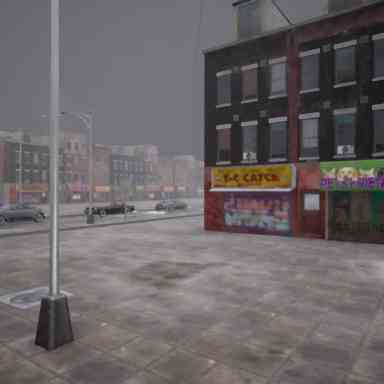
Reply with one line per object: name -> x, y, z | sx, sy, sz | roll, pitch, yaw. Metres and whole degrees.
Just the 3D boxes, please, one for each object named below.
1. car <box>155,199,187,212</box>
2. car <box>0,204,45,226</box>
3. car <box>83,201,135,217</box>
car -> -2.345, 1.453, 37.849 | 1.994, 1.385, 4.181 | 0, 0, 35
car -> -12.579, 1.518, 23.365 | 1.994, 1.385, 4.181 | 0, 0, 36
car -> -7.537, 1.522, 30.502 | 1.895, 1.301, 4.718 | 0, 0, 36
